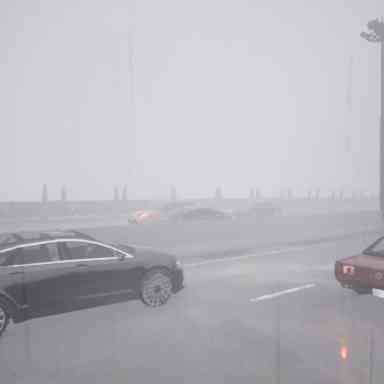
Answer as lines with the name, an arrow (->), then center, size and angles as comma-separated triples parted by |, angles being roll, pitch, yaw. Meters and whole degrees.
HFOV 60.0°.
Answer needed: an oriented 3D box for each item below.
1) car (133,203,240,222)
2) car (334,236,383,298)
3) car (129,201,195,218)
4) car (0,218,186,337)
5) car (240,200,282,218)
car -> -0.166, 1.500, 16.630 | 4.892, 1.490, 1.837 | 0, 0, -34
car -> 5.341, 1.600, 7.432 | 4.718, 1.301, 1.895 | 0, 0, -34
car -> -1.540, 1.346, 19.929 | 4.553, 1.767, 2.097 | 0, 0, -34
car -> -2.394, 1.489, 6.314 | 4.902, 1.511, 2.128 | 0, 0, -35
car -> 5.751, 1.498, 29.092 | 4.892, 1.490, 1.837 | 0, 0, -34
